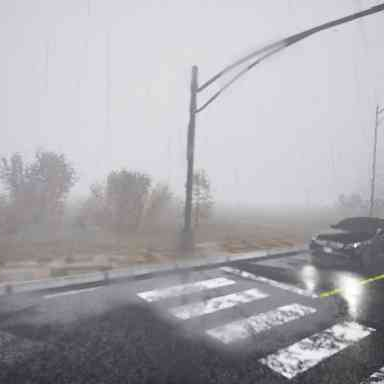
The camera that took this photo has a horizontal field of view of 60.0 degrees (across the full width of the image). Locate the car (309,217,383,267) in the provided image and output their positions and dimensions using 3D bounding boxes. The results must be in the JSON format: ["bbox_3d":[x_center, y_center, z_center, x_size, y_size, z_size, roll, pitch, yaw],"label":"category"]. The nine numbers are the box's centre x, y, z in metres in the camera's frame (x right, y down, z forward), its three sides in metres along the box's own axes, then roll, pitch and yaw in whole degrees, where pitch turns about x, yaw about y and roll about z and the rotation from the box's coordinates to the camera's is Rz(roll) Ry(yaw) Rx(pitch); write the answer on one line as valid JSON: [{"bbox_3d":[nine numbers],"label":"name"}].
[{"bbox_3d":[6.209,1.654,12.085,4.674,1.442,1.812,2,1,-38],"label":"car"}]
